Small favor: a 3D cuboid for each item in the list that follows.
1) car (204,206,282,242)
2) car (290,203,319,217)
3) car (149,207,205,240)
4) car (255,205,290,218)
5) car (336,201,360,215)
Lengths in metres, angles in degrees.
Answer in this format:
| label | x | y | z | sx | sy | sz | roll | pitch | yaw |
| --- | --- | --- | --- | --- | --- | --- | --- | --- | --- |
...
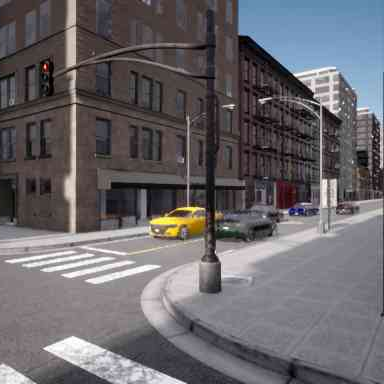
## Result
| label | x | y | z | sx | sy | sz | roll | pitch | yaw |
| --- | --- | --- | --- | --- | --- | --- | --- | --- | --- |
| car | 2.777 | 1.670 | 17.195 | 1.994 | 1.385 | 4.181 | 0 | 0 | 37 |
| car | 11.521 | 1.816 | 34.329 | 1.895 | 1.301 | 4.718 | 0 | 0 | 36 |
| car | -0.208 | 1.576 | 17.891 | 1.882 | 1.535 | 5.008 | 0 | 0 | 35 |
| car | 5.533 | 1.704 | 25.949 | 2.033 | 1.411 | 5.357 | 0 | 0 | 35 |
| car | 18.019 | 1.759 | 38.376 | 1.837 | 1.490 | 4.892 | 0 | 0 | 35 |
